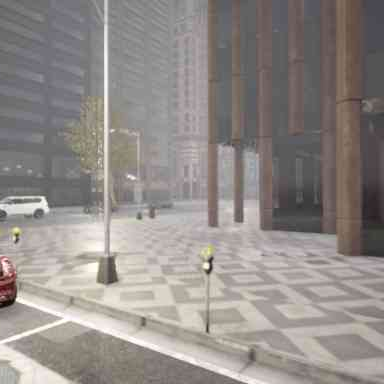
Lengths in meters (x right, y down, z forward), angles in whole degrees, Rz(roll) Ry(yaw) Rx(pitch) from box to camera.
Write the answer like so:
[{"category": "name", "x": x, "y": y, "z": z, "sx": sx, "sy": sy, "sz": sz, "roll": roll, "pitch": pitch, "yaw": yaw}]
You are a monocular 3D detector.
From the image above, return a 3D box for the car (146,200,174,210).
[{"category": "car", "x": -4.369, "y": 1.732, "z": 45.647, "sx": 1.994, "sy": 1.385, "sz": 4.181, "roll": 0, "pitch": 0, "yaw": 36}]

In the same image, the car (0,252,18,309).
[{"category": "car", "x": -5.414, "y": 1.510, "z": 6.798, "sx": 4.097, "sy": 1.590, "sz": 1.967, "roll": -1, "pitch": 0, "yaw": 35}]

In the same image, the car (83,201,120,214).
[{"category": "car", "x": -10.171, "y": 1.752, "z": 37.455, "sx": 1.994, "sy": 1.385, "sz": 4.181, "roll": 0, "pitch": 0, "yaw": 35}]

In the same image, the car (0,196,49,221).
[{"category": "car", "x": -15.665, "y": 1.429, "z": 29.691, "sx": 2.150, "sy": 2.045, "sz": 5.566, "roll": 0, "pitch": 0, "yaw": 35}]
